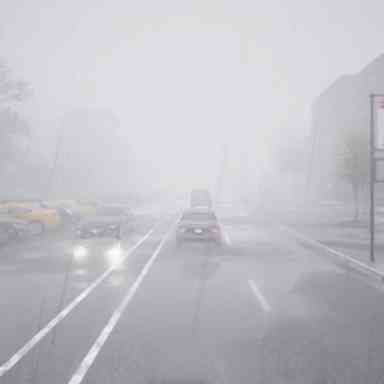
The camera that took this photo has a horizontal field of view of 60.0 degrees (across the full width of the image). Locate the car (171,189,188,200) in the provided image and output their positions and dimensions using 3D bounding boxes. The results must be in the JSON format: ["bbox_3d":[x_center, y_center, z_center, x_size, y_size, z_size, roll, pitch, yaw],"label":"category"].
[{"bbox_3d":[-1.820,0.689,57.557,2.033,1.411,5.357,0,1,5],"label":"car"}]

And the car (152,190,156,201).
[{"bbox_3d":[-7.902,0.848,46.296,4.792,1.488,2.163,-1,1,-16],"label":"car"}]

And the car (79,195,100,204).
[{"bbox_3d":[-9.262,1.245,22.490,5.366,1.575,1.946,-1,1,-18],"label":"car"}]

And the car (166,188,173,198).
[{"bbox_3d":[-6.857,0.329,61.084,5.566,2.045,2.435,-1,1,-15],"label":"car"}]

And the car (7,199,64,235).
[{"bbox_3d":[-9.252,1.353,16.610,5.008,1.535,2.097,-1,1,-19],"label":"car"}]

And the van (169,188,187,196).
[{"bbox_3d":[-3.845,-0.078,90.565,4.442,1.987,1.878,-1,1,-13],"label":"van"}]

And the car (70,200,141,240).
[{"bbox_3d":[-4.012,1.372,16.378,1.837,1.490,4.892,0,1,1],"label":"car"}]

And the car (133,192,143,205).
[{"bbox_3d":[-8.461,0.973,37.394,5.008,1.535,2.097,-1,1,-17],"label":"car"}]

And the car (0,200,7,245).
[{"bbox_3d":[-9.411,1.187,10.649,5.566,2.045,2.435,-1,1,-19],"label":"car"}]

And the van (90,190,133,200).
[{"bbox_3d":[-8.717,0.803,34.378,4.442,1.987,1.878,-1,1,-17],"label":"van"}]

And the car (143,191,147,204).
[{"bbox_3d":[-8.260,0.795,40.357,4.553,1.767,2.185,-1,1,-17],"label":"car"}]

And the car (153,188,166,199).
[{"bbox_3d":[-7.273,0.547,55.179,4.553,1.767,2.185,-1,1,-16],"label":"car"}]

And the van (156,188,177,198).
[{"bbox_3d":[-5.617,0.177,72.959,4.442,1.987,1.878,-1,0,-14],"label":"van"}]

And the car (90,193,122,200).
[{"bbox_3d":[-8.876,1.135,28.492,5.008,1.535,2.097,-1,1,-18],"label":"car"}]

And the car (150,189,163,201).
[{"bbox_3d":[-7.534,0.722,52.219,4.892,1.521,2.231,-1,1,-16],"label":"car"}]

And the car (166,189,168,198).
[{"bbox_3d":[-7.074,0.666,58.142,4.674,1.452,2.002,-1,1,-16],"label":"car"}]

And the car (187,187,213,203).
[{"bbox_3d":[1.008,0.749,34.672,2.150,2.045,5.566,0,1,3],"label":"car"}]

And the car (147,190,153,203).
[{"bbox_3d":[-8.111,0.869,43.320,5.008,1.535,2.097,-1,1,-17],"label":"car"}]

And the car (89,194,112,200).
[{"bbox_3d":[-8.975,1.189,25.517,5.008,1.535,2.097,-1,1,-18],"label":"car"}]

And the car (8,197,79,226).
[{"bbox_3d":[-9.208,1.174,19.574,4.553,1.767,2.185,-1,1,-18],"label":"car"}]

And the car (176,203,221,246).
[{"bbox_3d":[0.294,1.441,14.795,2.033,1.411,5.357,0,1,1],"label":"car"}]

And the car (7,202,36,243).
[{"bbox_3d":[-9.334,1.402,13.642,4.892,1.521,2.231,-1,0,-19],"label":"car"}]
